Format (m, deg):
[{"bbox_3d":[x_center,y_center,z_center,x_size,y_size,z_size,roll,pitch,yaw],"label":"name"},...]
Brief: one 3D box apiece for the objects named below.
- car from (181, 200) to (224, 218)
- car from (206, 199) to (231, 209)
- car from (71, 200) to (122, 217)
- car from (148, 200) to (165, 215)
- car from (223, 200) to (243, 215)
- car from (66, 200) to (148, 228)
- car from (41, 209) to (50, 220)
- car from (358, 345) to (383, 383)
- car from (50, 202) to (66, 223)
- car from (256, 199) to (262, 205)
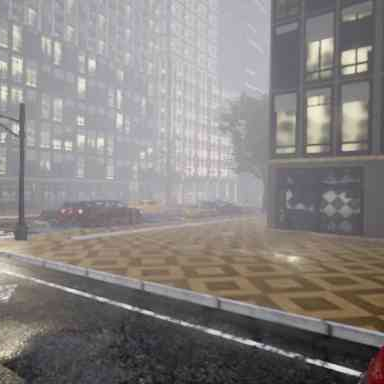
[{"bbox_3d":[0.921,1.776,32.874,1.752,1.417,4.829,1,0,36],"label":"car"},{"bbox_3d":[4.138,1.800,51.316,1.947,1.339,4.313,1,0,36],"label":"car"},{"bbox_3d":[-9.374,1.562,33.047,1.752,1.417,4.829,1,0,36],"label":"car"},{"bbox_3d":[-4.932,1.600,34.676,1.882,1.535,5.008,1,0,36],"label":"car"},{"bbox_3d":[4.173,1.881,37.273,1.802,1.307,4.206,1,0,36],"label":"car"},{"bbox_3d":[-5.885,1.465,23.669,2.192,1.841,5.009,1,0,36],"label":"car"},{"bbox_3d":[-10.203,1.608,27.556,1.994,1.385,4.181,1,0,37],"label":"car"},{"bbox_3d":[3.240,1.608,1.375,4.718,1.301,1.895,0,0,36],"label":"car"},{"bbox_3d":[-7.906,1.453,25.363,2.097,1.767,4.553,1,0,36],"label":"car"},{"bbox_3d":[14.095,1.900,64.778,1.752,1.417,4.829,1,0,36],"label":"car"}]
